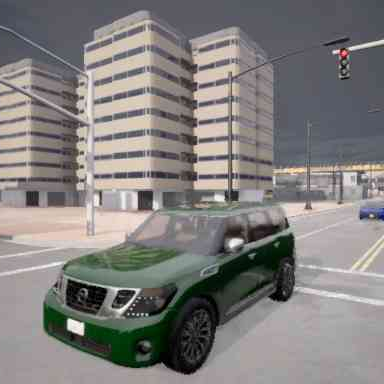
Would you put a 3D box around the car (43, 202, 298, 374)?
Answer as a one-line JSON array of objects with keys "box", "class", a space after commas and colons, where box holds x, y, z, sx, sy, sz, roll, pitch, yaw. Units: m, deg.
[{"box": [0.214, 1.243, 6.192, 2.150, 2.045, 5.566, 0, 0, 35], "class": "car"}]

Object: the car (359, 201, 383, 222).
[{"box": [14.772, 1.493, 26.770, 1.882, 1.535, 5.008, 0, 0, 35], "class": "car"}]
